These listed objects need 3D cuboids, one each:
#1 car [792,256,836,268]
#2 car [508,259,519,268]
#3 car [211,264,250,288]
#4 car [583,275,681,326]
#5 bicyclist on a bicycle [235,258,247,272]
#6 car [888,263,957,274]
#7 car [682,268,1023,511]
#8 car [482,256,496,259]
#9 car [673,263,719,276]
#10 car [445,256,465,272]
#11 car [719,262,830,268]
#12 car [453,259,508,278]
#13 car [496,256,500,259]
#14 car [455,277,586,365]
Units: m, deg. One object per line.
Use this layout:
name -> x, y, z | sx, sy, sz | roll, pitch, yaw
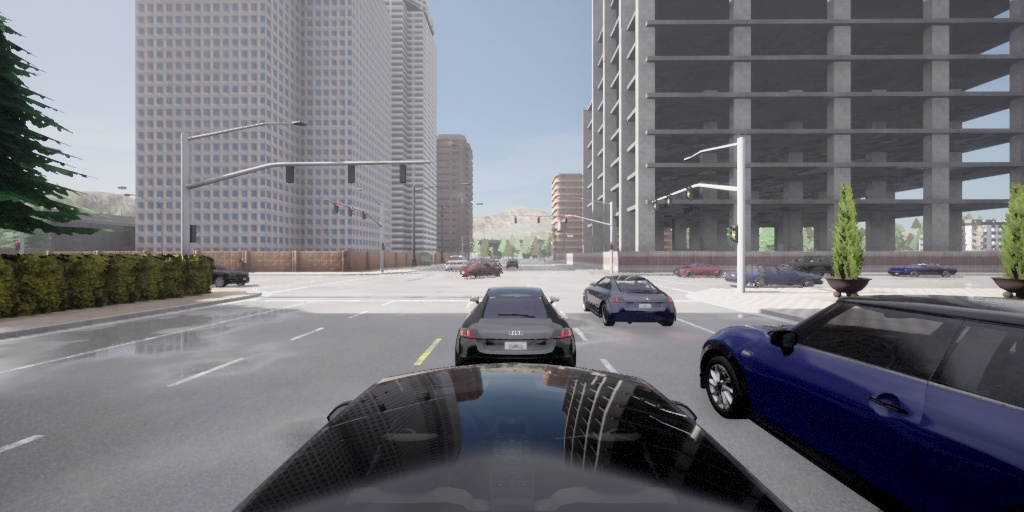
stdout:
car -> 28.086, 0.970, 33.705 | 5.566, 2.045, 2.150 | 0, 0, 1
car -> 0.107, 1.250, 59.010 | 1.837, 1.490, 4.892 | 0, 0, 1
car -> -19.869, 1.226, 23.319 | 5.008, 1.535, 1.882 | 0, 0, 1
car -> 3.578, 1.313, 11.639 | 1.994, 1.385, 4.181 | 0, 0, 0
bicyclist on a bicycle -> -29.385, 1.048, 38.866 | 0.582, 1.620, 1.656 | 0, 0, 0
car -> 38.334, 1.348, 33.628 | 4.718, 1.301, 1.895 | 0, 0, 1
car -> 3.600, 1.102, 3.036 | 2.097, 1.767, 4.553 | 0, 0, 0
car -> -3.721, 1.098, 50.020 | 2.097, 1.767, 4.553 | 0, 0, 1
car -> 17.511, 1.311, 33.774 | 4.181, 1.385, 1.994 | 0, 0, 0
car -> -7.263, 0.968, 47.061 | 2.150, 2.045, 5.566 | 0, 0, 1
car -> 16.740, 1.296, 23.079 | 5.357, 1.411, 2.033 | 0, 0, 0
car -> -2.840, 1.273, 33.156 | 1.812, 1.442, 4.674 | 1, 0, 39
car -> -3.579, 1.098, 58.765 | 2.097, 1.767, 4.553 | 0, 0, 1
car -> 0.059, 1.314, 7.379 | 1.994, 1.385, 4.181 | 0, 0, 0
